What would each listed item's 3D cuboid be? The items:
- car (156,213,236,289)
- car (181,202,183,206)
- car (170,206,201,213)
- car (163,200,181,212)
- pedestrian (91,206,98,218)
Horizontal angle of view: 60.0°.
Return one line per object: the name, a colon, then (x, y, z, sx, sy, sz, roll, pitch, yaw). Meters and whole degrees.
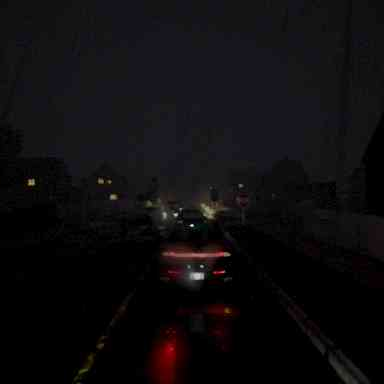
car: (0.096, 1.578, 9.434, 2.128, 1.511, 4.902, 0, 0, 0)
car: (-2.815, 2.253, 64.710, 1.812, 1.442, 4.674, 0, -1, 0)
car: (-0.089, 1.745, 19.264, 1.994, 1.385, 4.181, 0, -1, -4)
car: (-2.868, 1.964, 46.160, 1.882, 1.535, 5.008, 0, -1, 0)
pedestrian: (-9.834, 1.690, 33.477, 0.375, 1.860, 0.375, 0, -4, -1)
